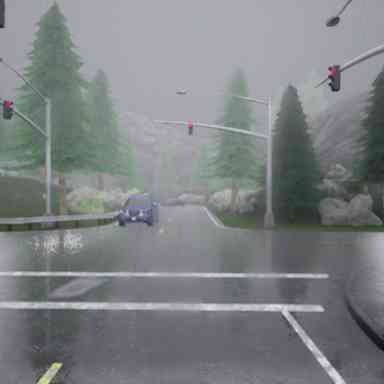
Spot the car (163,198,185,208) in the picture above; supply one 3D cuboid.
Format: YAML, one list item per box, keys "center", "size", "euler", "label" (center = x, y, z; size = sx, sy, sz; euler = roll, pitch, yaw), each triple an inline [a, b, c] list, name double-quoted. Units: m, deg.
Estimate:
- center: [-2.730, 1.566, 49.697]
  size: [2.033, 1.411, 5.357]
  euler: [0, 0, 21]
  label: "car"

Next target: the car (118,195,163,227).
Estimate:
- center: [-3.521, 1.254, 22.916]
  size: [2.150, 2.045, 5.566]
  euler: [0, 0, 0]
  label: "car"
